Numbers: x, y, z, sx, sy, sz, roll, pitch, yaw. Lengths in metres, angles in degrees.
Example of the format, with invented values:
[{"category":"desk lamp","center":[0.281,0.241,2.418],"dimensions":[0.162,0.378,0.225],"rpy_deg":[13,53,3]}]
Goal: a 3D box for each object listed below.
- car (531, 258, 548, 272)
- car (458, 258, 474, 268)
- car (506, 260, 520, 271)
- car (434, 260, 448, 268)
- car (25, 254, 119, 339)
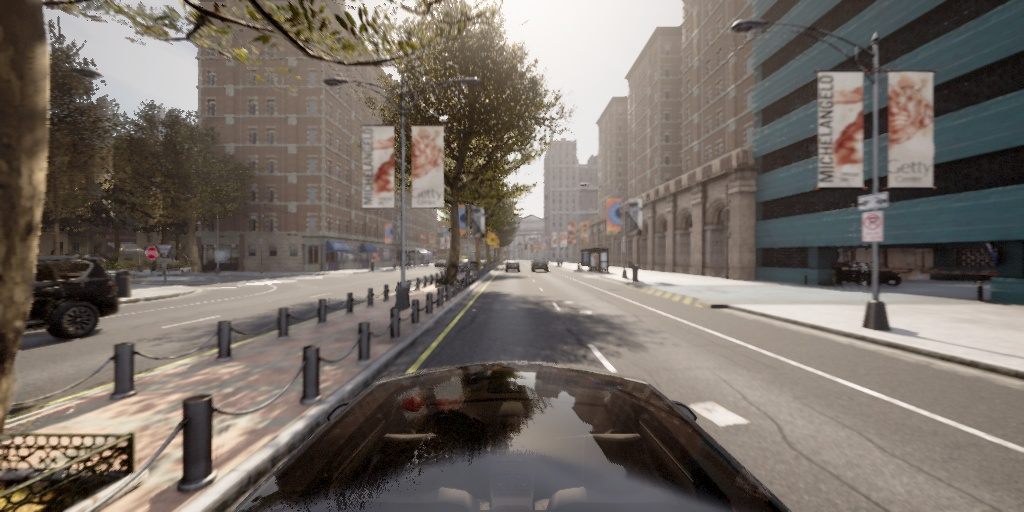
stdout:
[{"category":"car","center":[3.609,1.103,47.557],"dimensions":[2.097,1.767,4.553],"rpy_deg":[0,0,0]},{"category":"car","center":[-8.033,1.247,59.732],"dimensions":[2.128,1.511,4.902],"rpy_deg":[0,0,1]},{"category":"car","center":[0.108,1.244,48.025],"dimensions":[2.128,1.511,4.902],"rpy_deg":[0,0,0]},{"category":"car","center":[-11.523,1.303,59.739],"dimensions":[2.033,1.411,5.357],"rpy_deg":[0,0,1]},{"category":"car","center":[-11.560,0.975,7.171],"dimensions":[2.150,2.045,5.566],"rpy_deg":[0,0,1]}]
